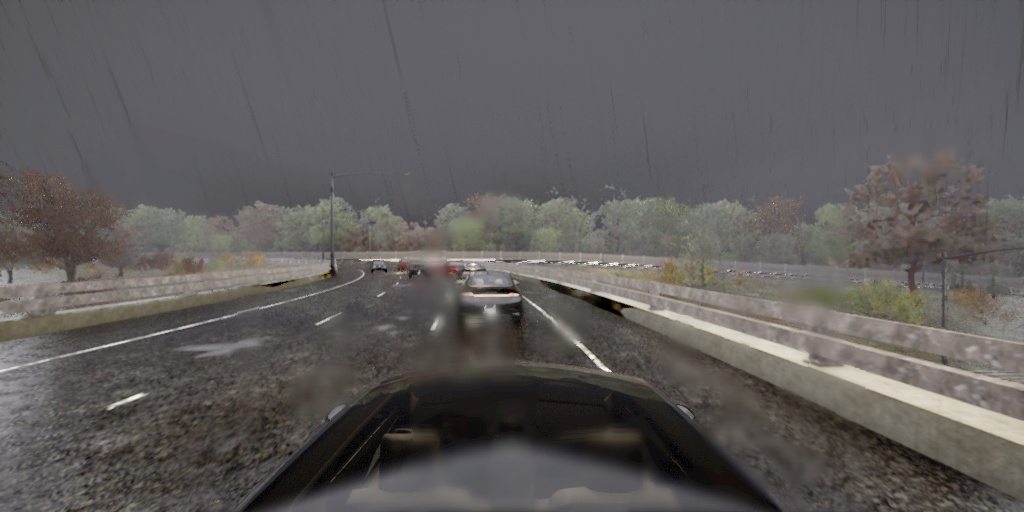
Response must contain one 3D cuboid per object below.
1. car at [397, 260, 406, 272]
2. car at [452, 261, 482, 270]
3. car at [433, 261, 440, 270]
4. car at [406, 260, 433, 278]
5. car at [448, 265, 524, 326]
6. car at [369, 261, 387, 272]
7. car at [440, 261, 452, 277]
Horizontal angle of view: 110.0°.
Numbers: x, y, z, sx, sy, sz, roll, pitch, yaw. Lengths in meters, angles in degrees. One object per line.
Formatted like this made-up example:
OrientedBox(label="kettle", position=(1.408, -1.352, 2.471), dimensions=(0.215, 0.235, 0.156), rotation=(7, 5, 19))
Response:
OrientedBox(label="car", position=(-13.616, 1.209, 46.339), dimensions=(1.882, 1.535, 5.008), rotation=(0, -1, -26))
OrientedBox(label="car", position=(-2.714, 1.230, 24.128), dimensions=(2.128, 1.511, 4.902), rotation=(0, 0, -12))
OrientedBox(label="car", position=(-10.342, 1.290, 47.600), dimensions=(1.994, 1.385, 4.181), rotation=(0, 0, -24))
OrientedBox(label="car", position=(-8.932, 1.241, 34.305), dimensions=(1.837, 1.490, 4.892), rotation=(0, 0, -17))
OrientedBox(label="car", position=(-0.755, 1.237, 11.707), dimensions=(2.128, 1.511, 4.902), rotation=(0, 0, -5))
OrientedBox(label="car", position=(-16.675, 1.281, 44.702), dimensions=(2.033, 1.411, 5.357), rotation=(0, 0, -24))
OrientedBox(label="car", position=(-5.593, 1.210, 35.294), dimensions=(1.882, 1.535, 5.008), rotation=(0, 0, -17))
